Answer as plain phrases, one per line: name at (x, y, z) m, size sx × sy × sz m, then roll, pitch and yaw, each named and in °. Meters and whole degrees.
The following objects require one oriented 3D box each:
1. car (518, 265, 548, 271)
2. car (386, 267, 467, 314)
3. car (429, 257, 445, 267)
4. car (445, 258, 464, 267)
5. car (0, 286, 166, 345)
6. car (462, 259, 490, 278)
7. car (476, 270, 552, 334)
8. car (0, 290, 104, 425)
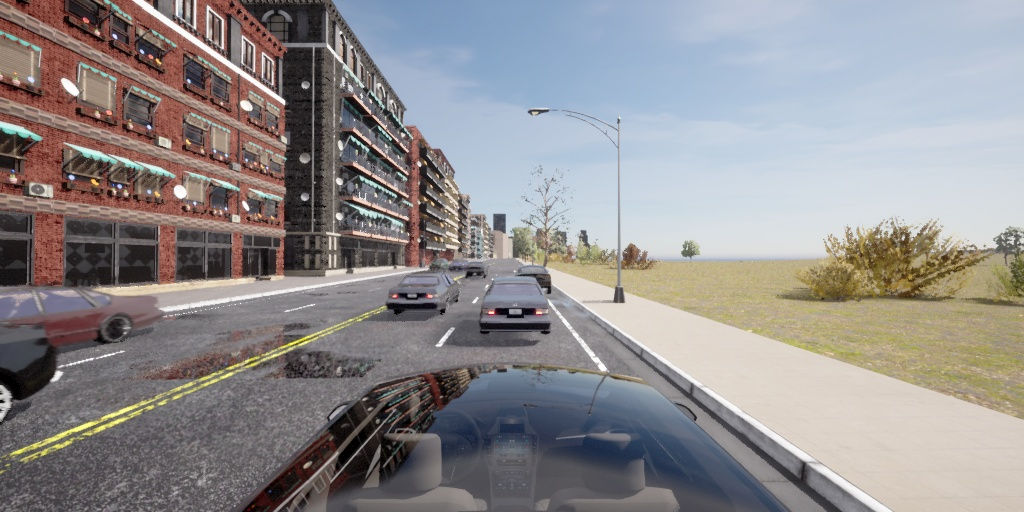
car at (1.116, 1.230, 20.339) m, size 1.882 × 1.535 × 5.008 m, roll 0°, pitch 0°, yaw 0°
car at (-3.160, 1.298, 13.752) m, size 2.033 × 1.411 × 5.357 m, roll 0°, pitch 0°, yaw -1°
car at (-9.899, 1.103, 48.954) m, size 2.097 × 1.767 × 4.553 m, roll 0°, pitch 0°, yaw 0°
car at (-6.647, 1.103, 45.356) m, size 2.097 × 1.767 × 4.553 m, roll 0°, pitch 0°, yaw 0°
car at (-9.856, 1.298, 6.800) m, size 2.033 × 1.411 × 5.357 m, roll 0°, pitch 0°, yaw 0°
car at (-3.186, 1.259, 33.279) m, size 1.837 × 1.490 × 4.892 m, roll 0°, pitch 1°, yaw 0°
car at (0.092, 1.299, 10.575) m, size 2.033 × 1.411 × 5.357 m, roll 0°, pitch 0°, yaw 0°
car at (-6.603, 1.241, 2.381) m, size 2.128 × 1.511 × 4.902 m, roll 0°, pitch 0°, yaw 0°
